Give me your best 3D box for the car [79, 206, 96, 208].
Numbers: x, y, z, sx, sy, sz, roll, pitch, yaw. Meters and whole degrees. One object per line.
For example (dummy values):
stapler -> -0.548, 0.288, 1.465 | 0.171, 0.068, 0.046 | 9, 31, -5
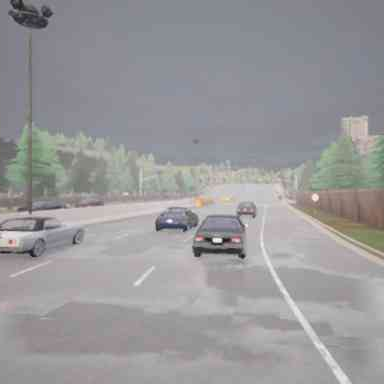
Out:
car -> -13.640, 1.516, 44.369 | 1.882, 1.535, 5.008 | 0, 0, 13

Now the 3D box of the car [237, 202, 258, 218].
car -> 5.328, 1.673, 32.419 | 2.033, 1.411, 5.357 | 0, 0, 13

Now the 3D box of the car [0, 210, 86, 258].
car -> -5.905, 1.600, 12.768 | 1.895, 1.301, 4.718 | 0, 0, 8

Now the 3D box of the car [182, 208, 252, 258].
car -> 1.202, 1.592, 13.073 | 2.033, 1.411, 5.357 | 0, 0, 9

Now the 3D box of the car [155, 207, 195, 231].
car -> -0.842, 1.618, 20.727 | 1.994, 1.385, 4.181 | 0, 0, 12

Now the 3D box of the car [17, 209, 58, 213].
car -> -13.401, 1.477, 29.802 | 1.882, 1.535, 5.008 | 0, 0, 13
